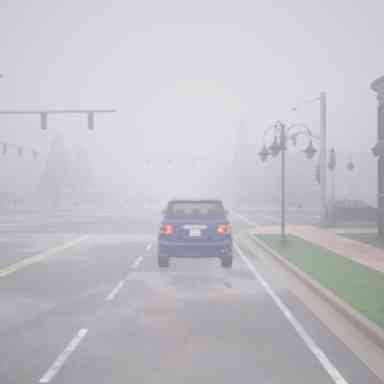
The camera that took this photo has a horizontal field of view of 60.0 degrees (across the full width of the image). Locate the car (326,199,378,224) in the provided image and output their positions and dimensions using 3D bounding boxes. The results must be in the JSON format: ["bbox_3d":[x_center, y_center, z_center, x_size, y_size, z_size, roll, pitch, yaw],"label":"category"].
[{"bbox_3d":[11.668,1.313,23.727,4.553,1.767,2.097,0,0,-1],"label":"car"}]

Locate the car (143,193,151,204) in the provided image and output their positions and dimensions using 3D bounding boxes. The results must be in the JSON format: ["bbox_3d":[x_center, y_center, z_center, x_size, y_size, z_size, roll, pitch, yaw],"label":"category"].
[{"bbox_3d":[-6.949,1.374,58.959,1.882,1.535,5.008,0,0,1],"label":"car"}]

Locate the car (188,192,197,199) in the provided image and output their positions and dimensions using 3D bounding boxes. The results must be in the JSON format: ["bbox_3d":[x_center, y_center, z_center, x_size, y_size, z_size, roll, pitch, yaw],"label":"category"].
[{"bbox_3d":[0.147,0.924,89.971,2.150,2.045,5.566,0,0,0],"label":"car"}]

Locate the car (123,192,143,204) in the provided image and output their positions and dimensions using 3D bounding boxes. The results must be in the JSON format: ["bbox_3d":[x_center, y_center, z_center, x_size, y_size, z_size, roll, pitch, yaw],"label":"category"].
[{"bbox_3d":[-10.448,1.248,58.912,2.097,1.767,4.553,0,0,1],"label":"car"}]

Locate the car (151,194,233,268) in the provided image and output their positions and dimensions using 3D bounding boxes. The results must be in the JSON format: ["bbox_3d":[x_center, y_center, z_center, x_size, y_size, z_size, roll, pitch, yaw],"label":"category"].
[{"bbox_3d":[0.098,1.195,11.330,2.150,2.045,5.566,0,-1,0],"label":"car"}]

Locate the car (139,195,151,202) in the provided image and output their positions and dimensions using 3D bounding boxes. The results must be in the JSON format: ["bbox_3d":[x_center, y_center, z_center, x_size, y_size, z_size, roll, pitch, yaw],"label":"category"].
[{"bbox_3d":[-10.380,1.422,74.017,1.994,1.385,4.181,0,0,0],"label":"car"}]

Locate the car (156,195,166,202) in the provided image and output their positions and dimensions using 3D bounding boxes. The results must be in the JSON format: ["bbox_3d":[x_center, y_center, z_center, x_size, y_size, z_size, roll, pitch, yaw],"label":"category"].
[{"bbox_3d":[-6.879,1.422,74.070,1.994,1.385,4.181,0,0,0],"label":"car"}]

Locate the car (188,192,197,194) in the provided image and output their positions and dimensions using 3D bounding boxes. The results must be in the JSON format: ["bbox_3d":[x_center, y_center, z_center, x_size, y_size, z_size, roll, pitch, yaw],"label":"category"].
[{"bbox_3d":[0.130,1.405,80.070,1.994,1.385,4.181,0,0,0],"label":"car"}]

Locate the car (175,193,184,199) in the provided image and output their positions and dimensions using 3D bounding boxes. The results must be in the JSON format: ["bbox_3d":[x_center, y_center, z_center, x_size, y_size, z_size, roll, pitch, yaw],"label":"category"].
[{"bbox_3d":[-3.353,1.053,89.917,2.097,1.767,4.553,0,0,0],"label":"car"}]
